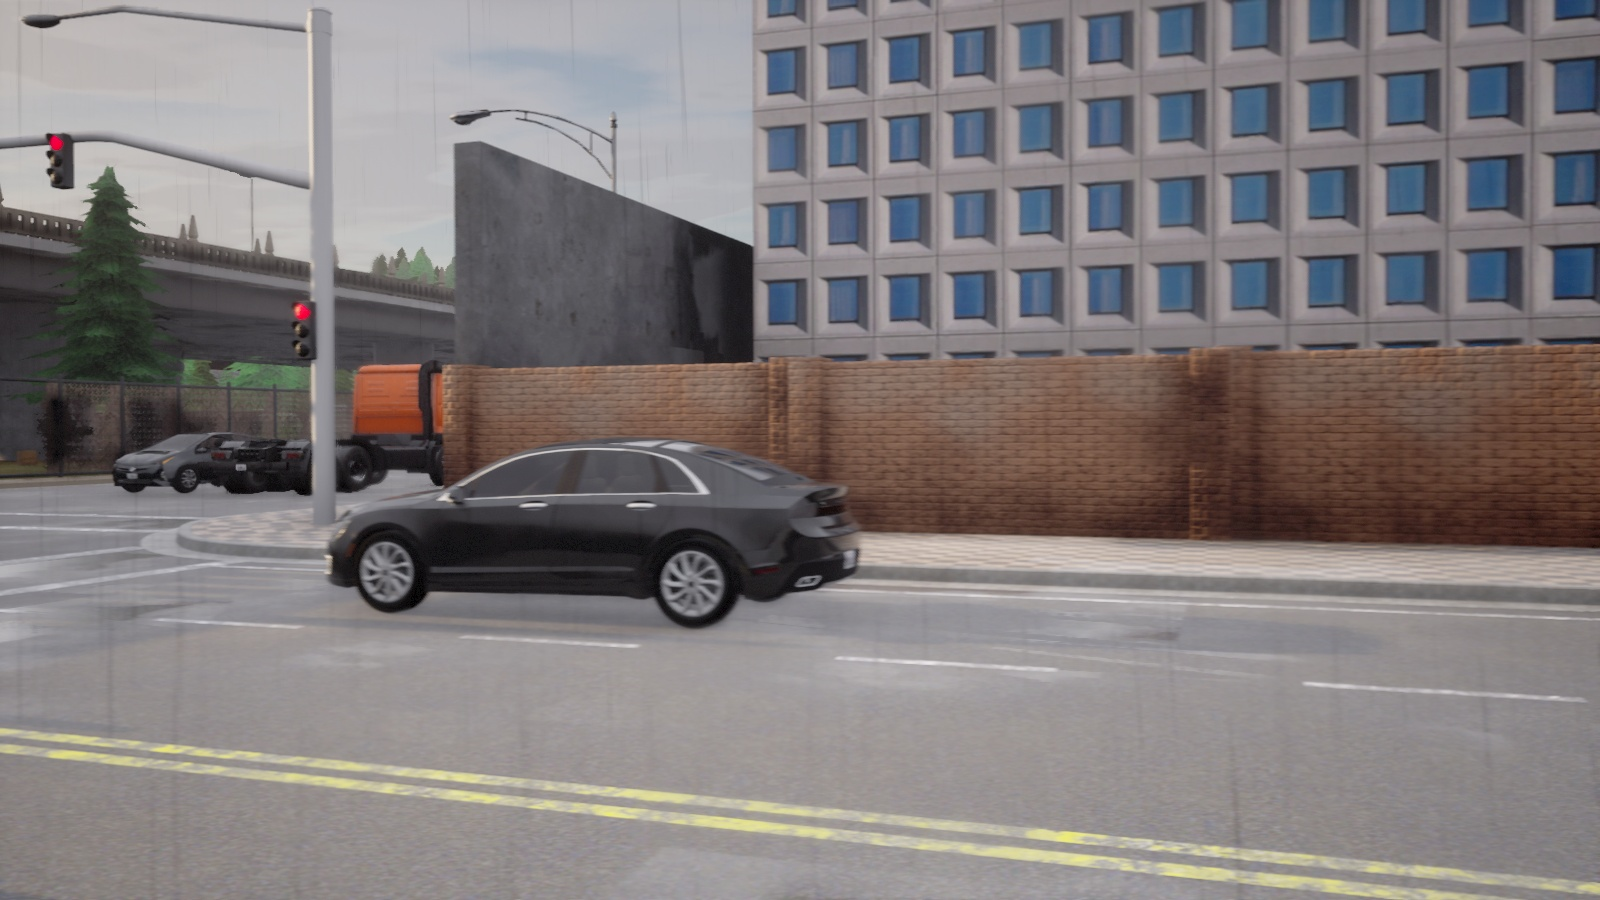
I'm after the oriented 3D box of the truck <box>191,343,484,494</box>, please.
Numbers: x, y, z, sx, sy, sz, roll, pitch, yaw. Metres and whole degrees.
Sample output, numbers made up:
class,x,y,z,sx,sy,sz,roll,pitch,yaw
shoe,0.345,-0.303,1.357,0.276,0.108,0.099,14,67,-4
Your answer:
class,x,y,z,sx,sy,sz,roll,pitch,yaw
truck,-11.788,-0.785,33.066,2.891,3.462,7.936,1,1,19

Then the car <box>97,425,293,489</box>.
class,x,y,z,sx,sy,sz,roll,pitch,yaw
car,-15.633,0.135,32.752,2.007,1.525,4.514,1,1,19

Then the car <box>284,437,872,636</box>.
class,x,y,z,sx,sy,sz,roll,pitch,yaw
car,-1.967,0.644,11.241,4.892,1.490,1.837,1,1,18
